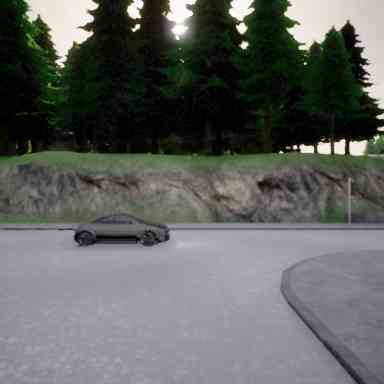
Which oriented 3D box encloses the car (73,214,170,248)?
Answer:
[{"bbox_3d":[-3.102,1.675,14.999,4.181,1.385,1.994,0,0,0],"label":"car"}]
